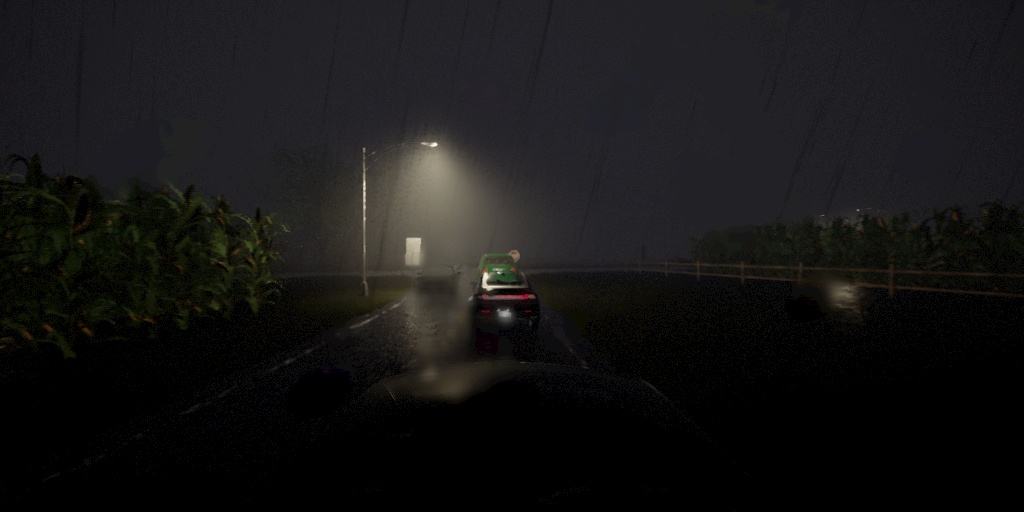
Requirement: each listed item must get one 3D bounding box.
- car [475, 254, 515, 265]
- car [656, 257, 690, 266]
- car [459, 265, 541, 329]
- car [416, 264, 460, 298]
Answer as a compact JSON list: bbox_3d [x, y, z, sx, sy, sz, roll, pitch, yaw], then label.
[{"bbox_3d":[-0.953,0.903,21.187,2.150,2.045,5.566,0,0,-7],"label":"car"},{"bbox_3d":[22.298,0.849,49.699,4.674,1.442,1.812,-1,0,-10],"label":"car"},{"bbox_3d":[-0.257,1.204,11.056,2.128,1.511,4.902,0,0,-3],"label":"car"},{"bbox_3d":[-3.611,1.174,18.281,1.882,1.535,5.008,0,0,-4],"label":"car"}]
